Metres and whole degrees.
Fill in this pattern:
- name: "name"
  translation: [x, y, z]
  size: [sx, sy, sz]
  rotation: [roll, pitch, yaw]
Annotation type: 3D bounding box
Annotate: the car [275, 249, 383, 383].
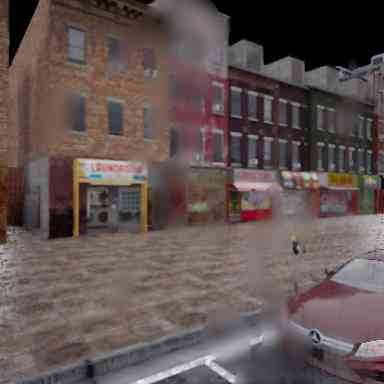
- name: "car"
  translation: [3.089, 1.583, 5.008]
  size: [4.206, 1.307, 1.802]
  rotation: [0, 0, -35]
